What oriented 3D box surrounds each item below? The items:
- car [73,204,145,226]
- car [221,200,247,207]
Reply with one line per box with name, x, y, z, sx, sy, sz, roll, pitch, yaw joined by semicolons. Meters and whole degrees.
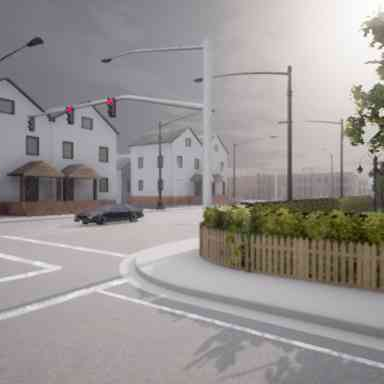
car;-5.751;1.546;23.893;2.033;1.411;5.357;0;0;35
car;5.312;1.599;39.905;1.895;1.301;4.718;0;0;35
